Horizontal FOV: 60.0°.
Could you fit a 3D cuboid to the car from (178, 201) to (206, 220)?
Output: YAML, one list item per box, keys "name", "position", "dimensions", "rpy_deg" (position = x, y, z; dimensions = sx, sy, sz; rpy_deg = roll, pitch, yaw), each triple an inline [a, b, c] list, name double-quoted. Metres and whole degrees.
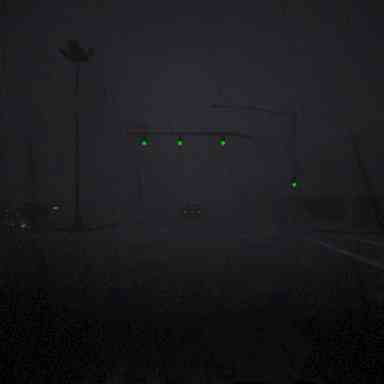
- name: "car"
  position: [0.009, 1.832, 31.350]
  dimensions: [2.033, 1.411, 5.357]
  rpy_deg: [0, -1, 0]

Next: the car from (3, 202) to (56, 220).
- name: "car"
  position: [-15.079, 1.777, 31.298]
  dimensions: [2.128, 1.511, 4.902]
  rpy_deg: [0, -1, 0]

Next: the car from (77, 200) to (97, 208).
- name: "car"
  position: [-18.462, 2.132, 58.500]
  dimensions: [1.895, 1.301, 4.718]
  rpy_deg: [0, 0, 1]

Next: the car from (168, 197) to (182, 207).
- name: "car"
  position: [-3.401, 2.113, 62.341]
  dimensions: [2.033, 1.411, 5.357]
  rpy_deg: [0, -1, 0]

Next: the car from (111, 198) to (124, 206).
- name: "car"
  position: [-14.872, 1.936, 66.592]
  dimensions: [2.128, 1.511, 4.902]
  rpy_deg: [0, -1, 0]

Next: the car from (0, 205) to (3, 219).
- name: "car"
  position: [-18.582, 1.776, 29.870]
  dimensions: [1.837, 1.490, 4.892]
  rpy_deg: [0, 0, 0]

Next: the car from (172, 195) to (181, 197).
- name: "car"
  position: [-3.330, 1.730, 72.675]
  dimensions: [2.150, 2.045, 5.566]
  rpy_deg: [0, -1, 0]

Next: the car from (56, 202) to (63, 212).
- name: "car"
  position: [-18.561, 1.941, 43.198]
  dimensions: [2.033, 1.411, 5.357]
  rpy_deg: [0, -1, 0]

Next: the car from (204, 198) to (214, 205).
- name: "car"
  position: [3.669, 2.056, 72.599]
  dimensions: [1.994, 1.385, 4.181]
  rpy_deg: [0, -1, 0]

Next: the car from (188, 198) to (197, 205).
- name: "car"
  position: [0.170, 2.004, 72.620]
  dimensions: [1.837, 1.490, 4.892]
  rpy_deg: [0, -1, 0]

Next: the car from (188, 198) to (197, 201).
- name: "car"
  position: [0.099, 2.056, 62.285]
  dimensions: [2.128, 1.511, 4.902]
  rpy_deg: [0, -1, 0]

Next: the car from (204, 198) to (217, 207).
- name: "car"
  position: [3.598, 2.041, 62.181]
  dimensions: [1.882, 1.535, 5.008]
  rpy_deg: [0, -1, 0]

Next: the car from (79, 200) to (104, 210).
- name: "car"
  position: [-15.002, 2.010, 50.836]
  dimensions: [2.033, 1.411, 5.357]
  rpy_deg: [0, -1, 1]
